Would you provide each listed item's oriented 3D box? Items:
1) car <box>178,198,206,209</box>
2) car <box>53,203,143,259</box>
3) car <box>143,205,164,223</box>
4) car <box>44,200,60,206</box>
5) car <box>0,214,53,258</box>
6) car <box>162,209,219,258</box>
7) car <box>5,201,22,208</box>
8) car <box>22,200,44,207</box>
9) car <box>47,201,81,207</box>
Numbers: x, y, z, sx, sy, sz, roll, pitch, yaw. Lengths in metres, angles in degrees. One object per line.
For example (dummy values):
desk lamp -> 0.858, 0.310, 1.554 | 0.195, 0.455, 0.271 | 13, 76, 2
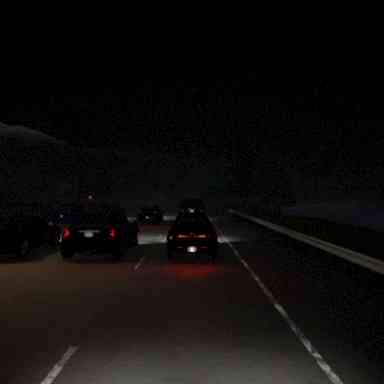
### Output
car -> 0.005, 1.539, 27.564 | 2.150, 2.045, 5.566 | 0, 0, 0
car -> -3.483, 1.504, 13.397 | 2.097, 1.767, 4.553 | 0, -1, 0
car -> -3.487, 1.817, 28.478 | 2.128, 1.511, 4.902 | 0, -1, 0
car -> -25.395, 2.227, 61.911 | 1.812, 1.442, 4.674 | 0, -1, -5
car -> -6.983, 1.661, 13.483 | 1.837, 1.490, 4.892 | 0, 0, 0
car -> 0.017, 1.662, 13.482 | 1.837, 1.490, 4.892 | 0, 0, 0
car -> -32.247, 2.281, 60.545 | 1.895, 1.301, 4.718 | 0, -1, -6
car -> -28.828, 2.238, 61.394 | 2.033, 1.411, 5.357 | 0, -1, -6
car -> -10.481, 1.809, 29.218 | 1.882, 1.535, 5.008 | 0, 0, 0
